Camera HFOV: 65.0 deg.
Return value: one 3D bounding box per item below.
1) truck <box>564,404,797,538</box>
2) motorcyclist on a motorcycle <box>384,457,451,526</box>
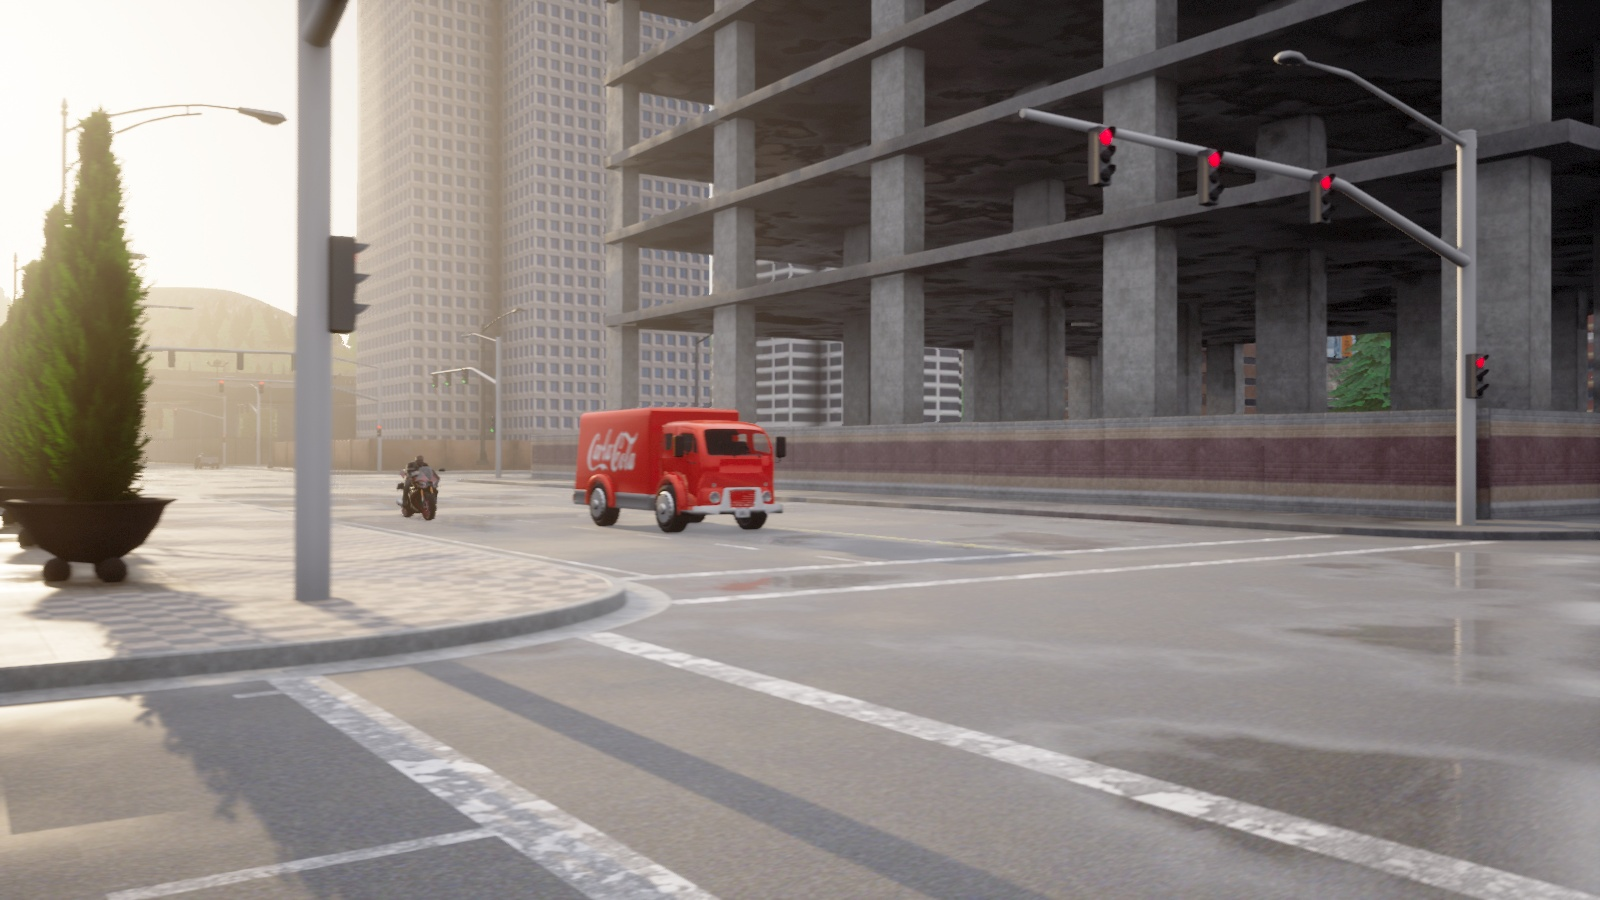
[{"bbox_3d":[-2.608,0.387,26.017,2.627,2.467,5.204,0,0,-34],"label":"truck"},{"bbox_3d":[-8.843,0.931,28.972,0.866,1.530,2.191,0,0,-34],"label":"motorcyclist on a motorcycle"}]
